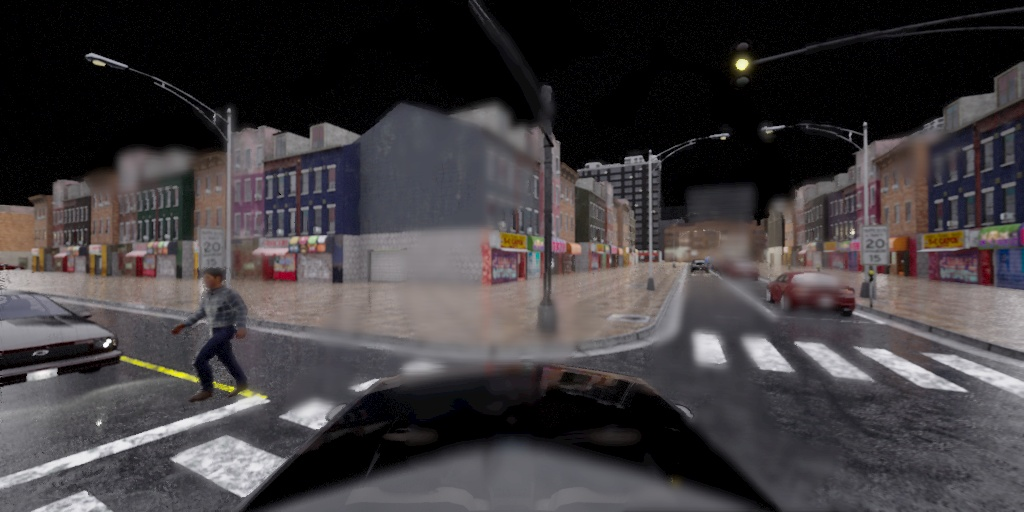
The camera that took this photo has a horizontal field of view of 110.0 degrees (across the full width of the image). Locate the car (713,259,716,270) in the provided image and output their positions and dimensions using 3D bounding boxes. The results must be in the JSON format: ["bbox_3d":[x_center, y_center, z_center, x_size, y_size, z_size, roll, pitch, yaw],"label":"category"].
[{"bbox_3d":[25.045,1.217,42.244,1.802,1.307,4.207,0,0,26],"label":"car"}]

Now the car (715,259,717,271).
[{"bbox_3d":[22.639,1.221,37.369,1.802,1.307,4.207,0,0,26],"label":"car"}]

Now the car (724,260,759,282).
[{"bbox_3d":[17.825,1.198,27.617,1.888,1.381,4.507,0,0,26],"label":"car"}]

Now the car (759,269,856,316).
[{"bbox_3d":[10.606,1.229,12.990,1.888,1.381,4.507,0,0,26],"label":"car"}]

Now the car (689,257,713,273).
[{"bbox_3d":[21.579,1.156,41.187,1.837,1.490,4.892,0,0,26],"label":"car"}]

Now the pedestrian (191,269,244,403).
[{"bbox_3d":[-4.029,1.050,4.906,0.375,1.860,0.375,0,-1,26],"label":"pedestrian"}]

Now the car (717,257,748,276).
[{"bbox_3d":[20.232,0.960,32.493,2.192,1.841,5.009,0,0,26],"label":"car"}]

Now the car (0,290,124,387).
[{"bbox_3d":[-9.156,1.316,6.141,5.357,1.411,2.033,0,-1,22],"label":"car"}]
